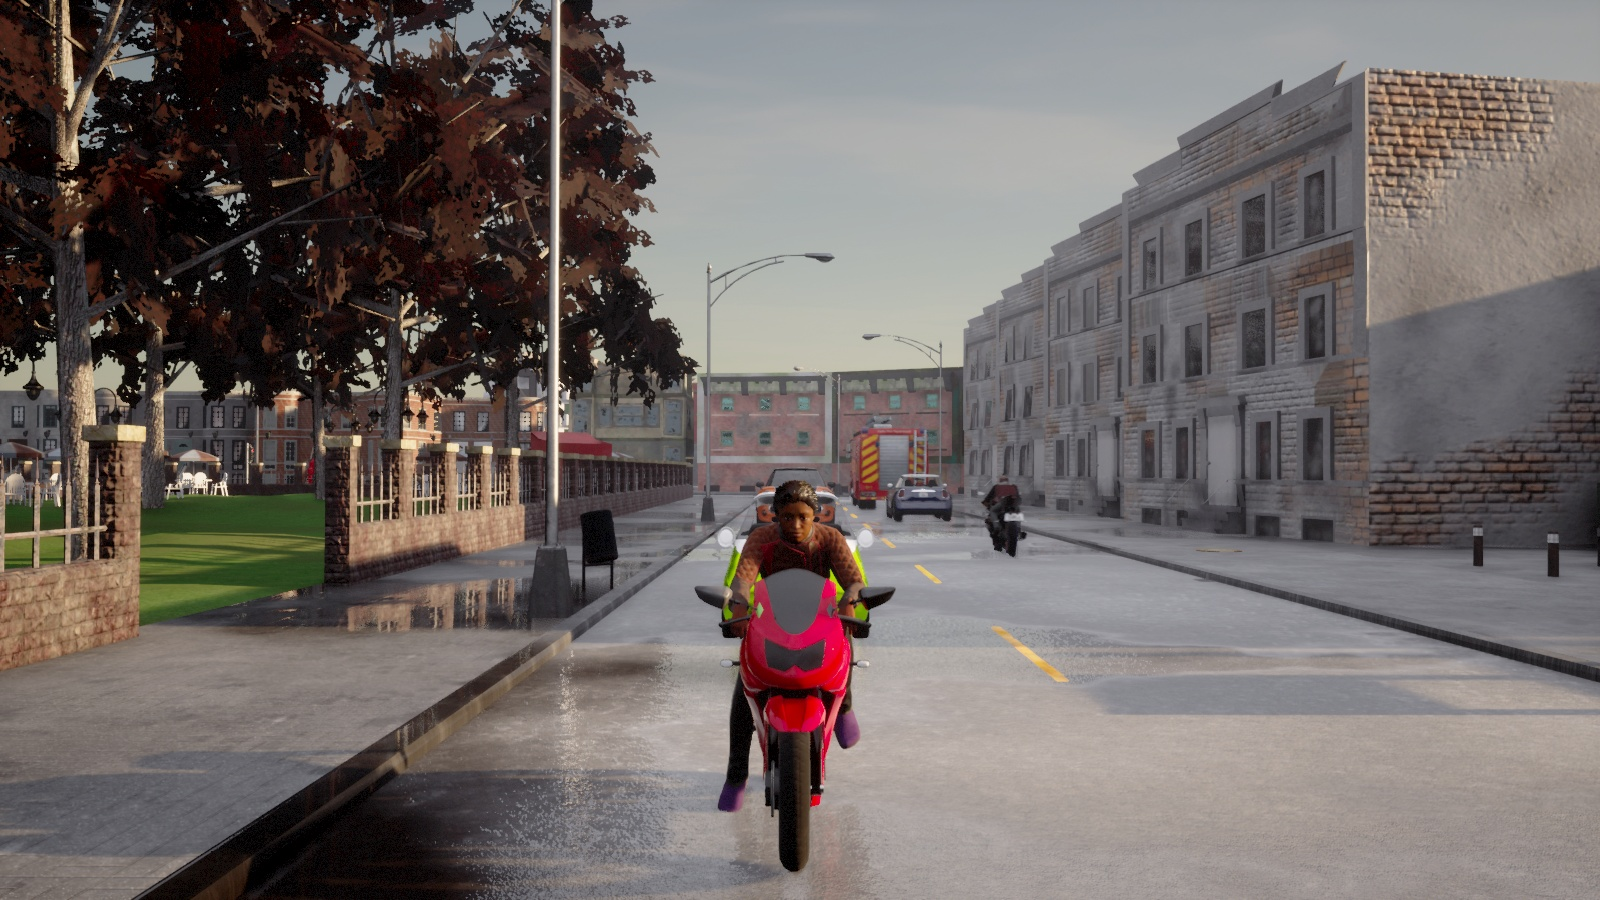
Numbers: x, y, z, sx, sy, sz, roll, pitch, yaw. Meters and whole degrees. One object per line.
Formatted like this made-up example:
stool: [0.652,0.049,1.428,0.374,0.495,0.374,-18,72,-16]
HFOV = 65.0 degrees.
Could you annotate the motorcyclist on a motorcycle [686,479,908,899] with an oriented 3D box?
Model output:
motorcyclist on a motorcycle: [-0.015,0.891,5.580,0.797,1.523,2.044,0,-1,0]

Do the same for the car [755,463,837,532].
car: [-0.105,1.251,34.488,2.097,1.767,4.553,0,-1,0]

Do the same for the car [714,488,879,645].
car: [-0.032,1.079,12.413,1.481,1.376,2.207,0,-1,0]

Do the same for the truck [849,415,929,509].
truck: [3.808,0.566,55.617,2.891,3.827,8.468,0,-1,0]

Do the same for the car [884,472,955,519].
car: [3.869,1.455,41.216,1.970,1.475,3.806,0,-1,0]

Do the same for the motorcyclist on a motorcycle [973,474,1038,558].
motorcyclist on a motorcycle: [3.935,1.239,24.205,0.866,1.530,2.191,0,-1,0]

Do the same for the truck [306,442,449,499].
truck: [-26.326,1.253,78.481,7.936,3.462,2.891,0,-1,0]
